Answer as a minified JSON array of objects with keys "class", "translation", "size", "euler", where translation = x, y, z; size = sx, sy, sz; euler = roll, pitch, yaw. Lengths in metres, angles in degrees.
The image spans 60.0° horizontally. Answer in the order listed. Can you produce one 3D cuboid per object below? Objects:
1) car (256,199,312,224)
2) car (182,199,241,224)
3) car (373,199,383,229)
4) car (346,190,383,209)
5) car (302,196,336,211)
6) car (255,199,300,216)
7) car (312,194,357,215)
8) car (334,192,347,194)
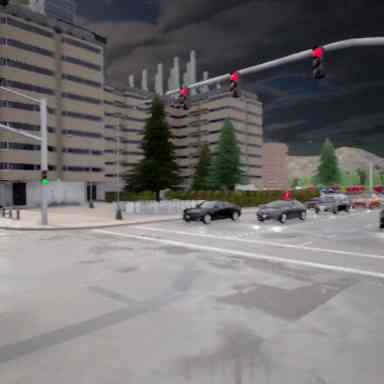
[{"class":"car","translation":[6.304,1.294,23.219],"size":[1.837,1.490,4.892],"euler":[0,1,43]},{"class":"car","translation":[1.437,1.303,23.139],"size":[1.882,1.535,5.008],"euler":[0,1,43]},{"class":"car","translation":[12.166,1.281,18.982],"size":[1.837,1.490,4.892],"euler":[0,1,43]},{"class":"car","translation":[19.491,0.947,37.301],"size":[2.097,1.767,4.553],"euler":[0,1,43]},{"class":"car","translation":[14.014,1.204,36.578],"size":[1.994,1.385,4.181],"euler":[0,1,43]},{"class":"car","translation":[7.815,1.332,29.961],"size":[1.895,1.301,4.718],"euler":[0,1,43]},{"class":"car","translation":[12.729,1.186,30.090],"size":[2.128,1.511,4.902],"euler":[0,1,43]},{"class":"car","translation":[20.853,1.104,43.852],"size":[1.994,1.385,4.181],"euler":[0,1,43]}]
